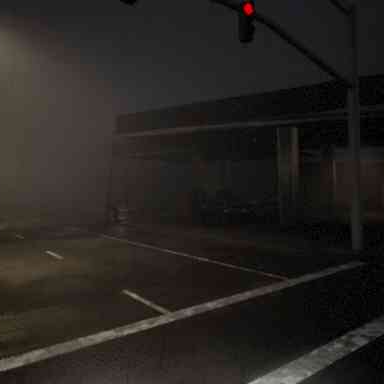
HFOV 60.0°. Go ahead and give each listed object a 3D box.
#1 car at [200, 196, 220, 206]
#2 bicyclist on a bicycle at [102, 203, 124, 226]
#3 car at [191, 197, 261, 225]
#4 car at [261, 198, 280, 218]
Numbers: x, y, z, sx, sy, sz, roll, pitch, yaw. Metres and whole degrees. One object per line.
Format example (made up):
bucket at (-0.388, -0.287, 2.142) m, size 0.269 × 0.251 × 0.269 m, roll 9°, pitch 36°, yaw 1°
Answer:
car at (2.924, 1.427, 53.426) m, size 1.994 × 1.385 × 4.181 m, roll -2°, pitch 0°, yaw 21°
bicyclist on a bicycle at (-5.696, 1.577, 23.685) m, size 1.656 × 1.620 × 0.582 m, roll -8°, pitch -7°, yaw -38°
car at (1.912, 1.217, 22.230) m, size 2.242 × 1.667 × 4.611 m, roll -2°, pitch 0°, yaw -36°
car at (6.082, 1.251, 26.257) m, size 1.970 × 1.475 × 3.806 m, roll -2°, pitch 0°, yaw -36°
